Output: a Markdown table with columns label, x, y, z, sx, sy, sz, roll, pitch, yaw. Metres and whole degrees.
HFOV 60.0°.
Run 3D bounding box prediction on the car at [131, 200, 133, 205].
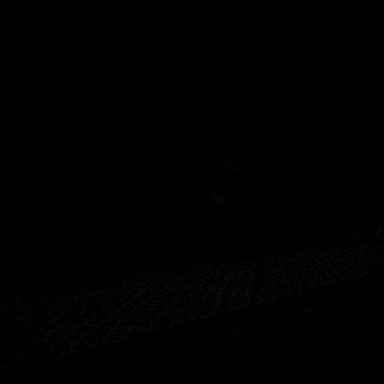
| label | x | y | z | sx | sy | sz | roll | pitch | yaw |
| --- | --- | --- | --- | --- | --- | --- | --- | --- | --- |
| car | -10.966 | 1.360 | 52.368 | 1.837 | 1.490 | 4.892 | -2 | 2 | -36 |
